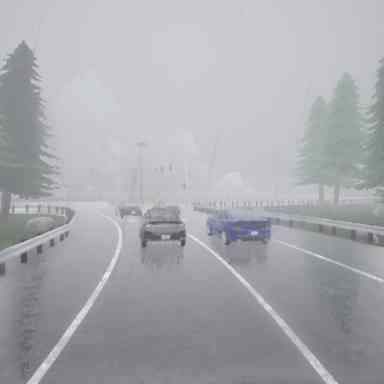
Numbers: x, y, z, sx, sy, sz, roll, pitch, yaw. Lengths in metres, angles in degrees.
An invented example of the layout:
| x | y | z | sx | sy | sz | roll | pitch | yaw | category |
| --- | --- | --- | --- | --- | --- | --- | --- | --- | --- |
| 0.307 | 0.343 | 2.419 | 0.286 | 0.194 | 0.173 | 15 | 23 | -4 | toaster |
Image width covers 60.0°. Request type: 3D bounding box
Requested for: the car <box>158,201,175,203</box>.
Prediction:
| x | y | z | sx | sy | sz | roll | pitch | yaw | category |
| --- | --- | --- | --- | --- | --- | --- | --- | --- | --- |
| -2.417 | 1.530 | 30.916 | 1.812 | 1.442 | 4.674 | 0 | 0 | -21 | car |

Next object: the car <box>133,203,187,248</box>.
| x | y | z | sx | sy | sz | roll | pitch | yaw | category |
| --- | --- | --- | --- | --- | --- | --- | --- | --- | --- |
| -1.435 | 1.492 | 14.932 | 2.128 | 1.511 | 4.902 | 0 | 0 | -11 | car |

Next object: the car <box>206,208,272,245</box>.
| x | y | z | sx | sy | sz | roll | pitch | yaw | category |
| --- | --- | --- | --- | --- | --- | --- | --- | --- | --- |
| 2.004 | 1.482 | 15.583 | 1.882 | 1.535 | 5.008 | 0 | 0 | -11 | car |

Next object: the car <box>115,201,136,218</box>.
| x | y | z | sx | sy | sz | roll | pitch | yaw | category |
| --- | --- | --- | --- | --- | --- | --- | --- | --- | --- |
| -5.675 | 1.530 | 29.637 | 1.812 | 1.442 | 4.674 | 0 | 0 | -21 | car |
